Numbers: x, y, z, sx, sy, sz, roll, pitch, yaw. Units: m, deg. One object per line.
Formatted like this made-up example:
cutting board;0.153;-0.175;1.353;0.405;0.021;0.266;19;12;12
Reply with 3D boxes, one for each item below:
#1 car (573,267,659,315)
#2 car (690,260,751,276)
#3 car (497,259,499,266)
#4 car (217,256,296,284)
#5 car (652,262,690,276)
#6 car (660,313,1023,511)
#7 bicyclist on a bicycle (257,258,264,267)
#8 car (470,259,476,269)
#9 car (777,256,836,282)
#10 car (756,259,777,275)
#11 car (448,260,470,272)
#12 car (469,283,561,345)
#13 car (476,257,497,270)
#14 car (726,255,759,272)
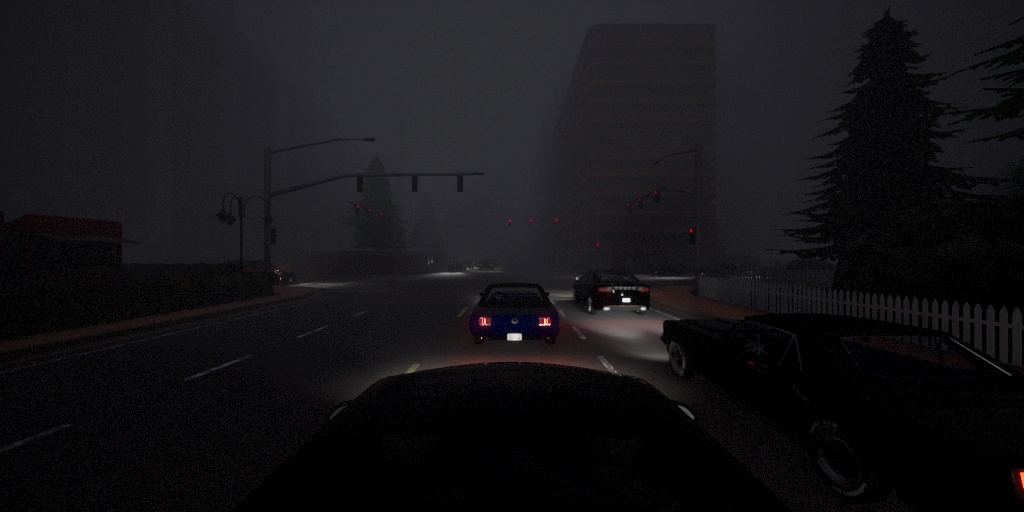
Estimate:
car;3.577;1.228;13.679;1.882;1.535;5.008;0;0;0
car;19.544;1.295;33.621;4.718;1.301;1.895;0;0;-18
car;-3.623;1.255;62.038;1.837;1.490;4.892;0;0;0
car;-17.238;1.047;24.292;4.553;1.767;2.097;0;0;0
car;16.561;1.295;36.469;4.718;1.301;1.895;0;0;-14
car;3.598;1.351;4.359;1.895;1.301;4.718;0;0;0
bicyclist on a bicycle;-27.918;0.996;39.698;0.582;1.620;1.656;0;0;0
car;-7.136;1.297;56.692;2.033;1.411;5.357;0;0;0
car;23.084;1.046;27.320;4.553;1.767;2.097;0;0;-18
car;27.890;1.295;37.389;4.718;1.301;1.895;0;0;-31
car;-7.137;1.351;47.040;1.895;1.301;4.718;0;0;0
car;0.067;1.351;9.471;1.895;1.301;4.718;0;0;0
car;-3.638;1.228;51.939;1.882;1.535;5.008;0;0;0
car;25.618;0.916;40.077;5.566;2.045;2.150;0;0;-31
